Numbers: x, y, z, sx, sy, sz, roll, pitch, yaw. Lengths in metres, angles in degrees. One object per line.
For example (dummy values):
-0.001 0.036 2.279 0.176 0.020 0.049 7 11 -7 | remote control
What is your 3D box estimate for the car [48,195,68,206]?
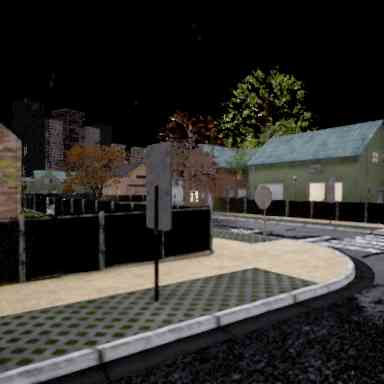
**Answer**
-18.870 1.207 46.912 1.837 1.490 4.892 1 0 -37 | car
